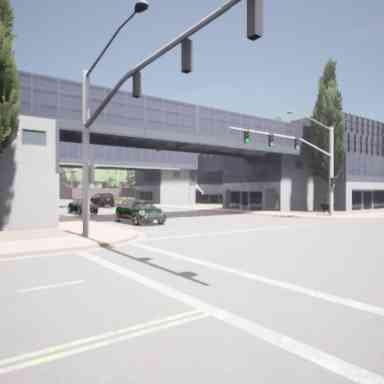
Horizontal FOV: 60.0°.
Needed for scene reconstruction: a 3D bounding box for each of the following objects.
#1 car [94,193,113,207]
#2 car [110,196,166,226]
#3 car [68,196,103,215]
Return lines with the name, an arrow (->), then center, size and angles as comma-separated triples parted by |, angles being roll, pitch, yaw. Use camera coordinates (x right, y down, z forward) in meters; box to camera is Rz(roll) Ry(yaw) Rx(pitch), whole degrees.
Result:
car -> -13.337, 1.214, 49.051 | 2.150, 2.045, 5.566 | 0, 0, -36
car -> -3.716, 1.348, 23.586 | 2.097, 1.767, 4.553 | 0, 0, -36
car -> -11.067, 1.474, 33.693 | 1.882, 1.535, 5.008 | 0, 0, -36
